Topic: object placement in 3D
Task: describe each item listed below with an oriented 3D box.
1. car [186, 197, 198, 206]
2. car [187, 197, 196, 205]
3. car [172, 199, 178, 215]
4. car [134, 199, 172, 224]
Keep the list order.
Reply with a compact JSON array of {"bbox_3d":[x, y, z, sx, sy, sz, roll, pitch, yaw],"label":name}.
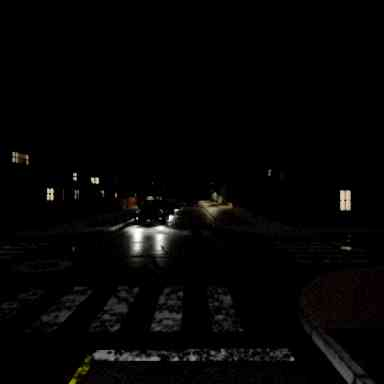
[{"bbox_3d":[-0.035,1.628,56.226,1.882,1.535,5.008,0,0,0],"label":"car"},{"bbox_3d":[-0.041,1.743,66.645,1.812,1.442,4.674,0,0,0],"label":"car"},{"bbox_3d":[-2.861,1.616,34.798,1.994,1.385,4.181,0,0,0],"label":"car"},{"bbox_3d":[-2.908,1.380,24.876,2.097,1.767,4.553,0,0,1],"label":"car"}]
